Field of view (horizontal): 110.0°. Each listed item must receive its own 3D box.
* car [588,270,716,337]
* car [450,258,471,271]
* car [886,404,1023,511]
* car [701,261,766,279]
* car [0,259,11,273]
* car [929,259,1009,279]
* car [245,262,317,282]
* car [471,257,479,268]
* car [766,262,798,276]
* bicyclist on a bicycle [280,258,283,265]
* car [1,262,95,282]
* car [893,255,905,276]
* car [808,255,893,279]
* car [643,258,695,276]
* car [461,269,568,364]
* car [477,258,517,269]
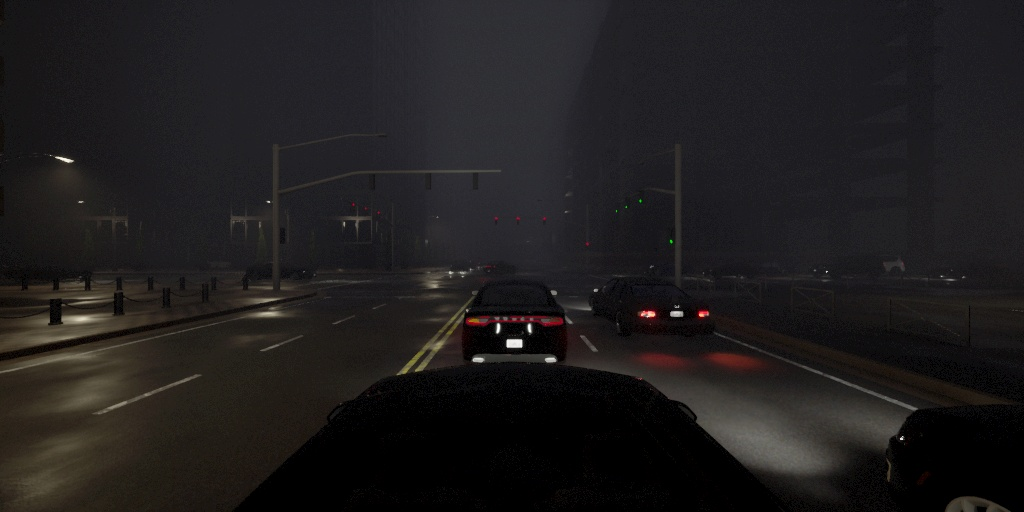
[{"bbox_3d":[3.571,1.297,10.248,2.033,1.411,5.357,0,0,0],"label":"car"},{"bbox_3d":[-7.093,1.227,48.512,1.882,1.535,5.008,0,0,0],"label":"car"},{"bbox_3d":[3.600,1.255,0.511,1.837,1.490,4.892,0,0,0],"label":"car"},{"bbox_3d":[19.154,1.220,31.503,4.674,1.442,1.812,0,0,0],"label":"car"},{"bbox_3d":[-51.177,1.046,34.783,4.553,1.767,2.097,0,0,1],"label":"car"},{"bbox_3d":[39.912,1.172,31.575,5.008,1.535,1.882,0,0,0],"label":"car"},{"bbox_3d":[-17.611,1.186,27.455,4.902,1.511,2.128,0,0,-2],"label":"car"},{"bbox_3d":[-7.081,1.297,59.025,2.033,1.411,5.357,0,0,0],"label":"car"},{"bbox_3d":[24.698,1.242,35.044,5.357,1.411,2.033,0,0,0],"label":"car"},{"bbox_3d":[-25.408,0.995,39.334,0.582,1.620,1.656,0,0,0],"label":"bicyclist on a bicycle"},{"bbox_3d":[-35.207,1.295,27.440,4.718,1.301,1.895,0,0,1],"label":"car"},{"bbox_3d":[34.889,0.916,35.074,5.566,2.045,2.150,0,0,0],"label":"car"},{"bbox_3d":[29.420,0.916,31.558,5.566,2.045,2.150,0,0,0],"label":"car"},{"bbox_3d":[15.230,1.046,35.031,4.553,1.767,2.097,0,0,0],"label":"car"},{"bbox_3d":[0.055,1.228,8.124,1.882,1.535,5.008,0,0,0],"label":"car"},{"bbox_3d":[-1.143,1.213,36.172,2.128,1.511,4.902,0,0,26],"label":"car"}]
